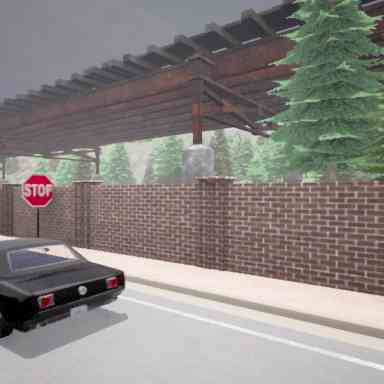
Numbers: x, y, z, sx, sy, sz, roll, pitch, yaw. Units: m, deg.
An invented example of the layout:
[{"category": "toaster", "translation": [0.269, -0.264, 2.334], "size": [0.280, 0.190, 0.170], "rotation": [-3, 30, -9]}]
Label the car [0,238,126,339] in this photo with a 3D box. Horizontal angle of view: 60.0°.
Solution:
[{"category": "car", "translation": [-3.581, 1.601, 6.580], "size": [4.718, 1.301, 1.895], "rotation": [0, 0, 36]}]
